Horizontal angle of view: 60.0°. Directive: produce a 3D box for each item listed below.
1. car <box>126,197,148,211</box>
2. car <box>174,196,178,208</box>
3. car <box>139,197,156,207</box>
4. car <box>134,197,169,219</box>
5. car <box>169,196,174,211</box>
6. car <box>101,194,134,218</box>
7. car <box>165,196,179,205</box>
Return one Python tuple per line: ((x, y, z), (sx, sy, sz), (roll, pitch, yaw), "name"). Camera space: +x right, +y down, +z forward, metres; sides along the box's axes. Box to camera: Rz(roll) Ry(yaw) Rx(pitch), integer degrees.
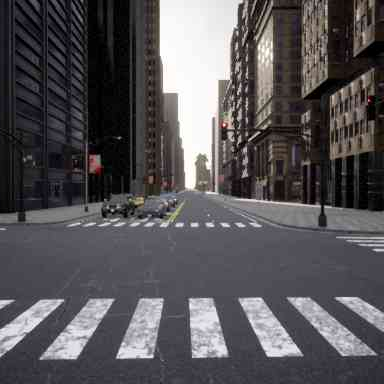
((-6.669, 1.428, 40.615), (1.882, 1.535, 5.008), (0, 0, 0), "car")
((-3.450, 1.501, 48.014), (1.994, 1.385, 4.181), (0, 0, -1), "car")
((-6.695, 1.496, 50.506), (1.994, 1.385, 4.181), (0, 0, 0), "car")
((-3.403, 1.323, 29.007), (2.097, 1.767, 4.553), (0, 0, 0), "car")
((-3.423, 1.481, 37.989), (1.812, 1.442, 4.674), (0, 0, 0), "car")
((-6.658, 1.190, 30.610), (2.150, 2.045, 5.566), (0, 0, 0), "car")
((-3.431, 1.465, 58.431), (2.033, 1.411, 5.357), (0, 0, 0), "car")
